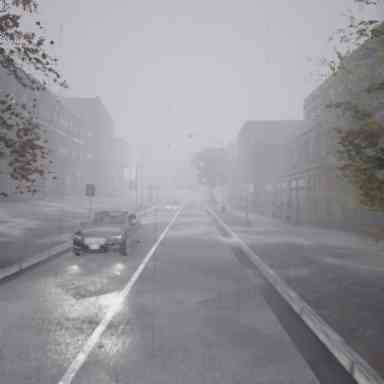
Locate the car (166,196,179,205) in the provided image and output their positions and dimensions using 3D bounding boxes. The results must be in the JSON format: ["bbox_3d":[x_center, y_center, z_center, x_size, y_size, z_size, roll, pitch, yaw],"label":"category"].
[{"bbox_3d":[-3.144,1.382,54.625,2.128,1.511,4.902,0,0,0],"label":"car"}]

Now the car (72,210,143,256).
[{"bbox_3d":[-3.098,1.472,13.016,2.128,1.511,4.902,0,0,0],"label":"car"}]
